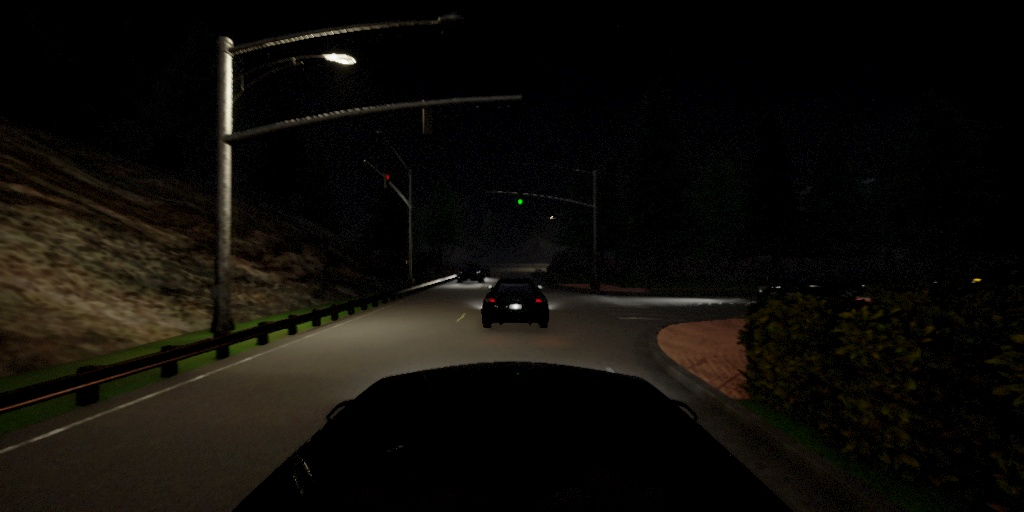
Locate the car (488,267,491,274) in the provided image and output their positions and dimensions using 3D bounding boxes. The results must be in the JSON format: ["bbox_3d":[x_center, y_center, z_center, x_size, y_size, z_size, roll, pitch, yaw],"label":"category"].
[{"bbox_3d":[-3.563,1.759,42.110,1.895,1.301,4.718,0,-1,0],"label":"car"}]

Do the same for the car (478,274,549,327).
[{"bbox_3d":[0.103,1.448,11.998,1.994,1.385,4.181,0,-2,0],"label":"car"}]

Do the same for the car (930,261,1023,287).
[{"bbox_3d":[25.578,1.308,18.773,5.566,2.045,2.150,0,-1,1],"label":"car"}]

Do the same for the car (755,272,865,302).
[{"bbox_3d":[15.508,1.578,18.825,4.902,1.511,2.128,0,-1,0],"label":"car"}]

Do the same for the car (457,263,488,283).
[{"bbox_3d":[-3.589,1.408,32.038,2.097,1.767,4.553,0,-1,0],"label":"car"}]
